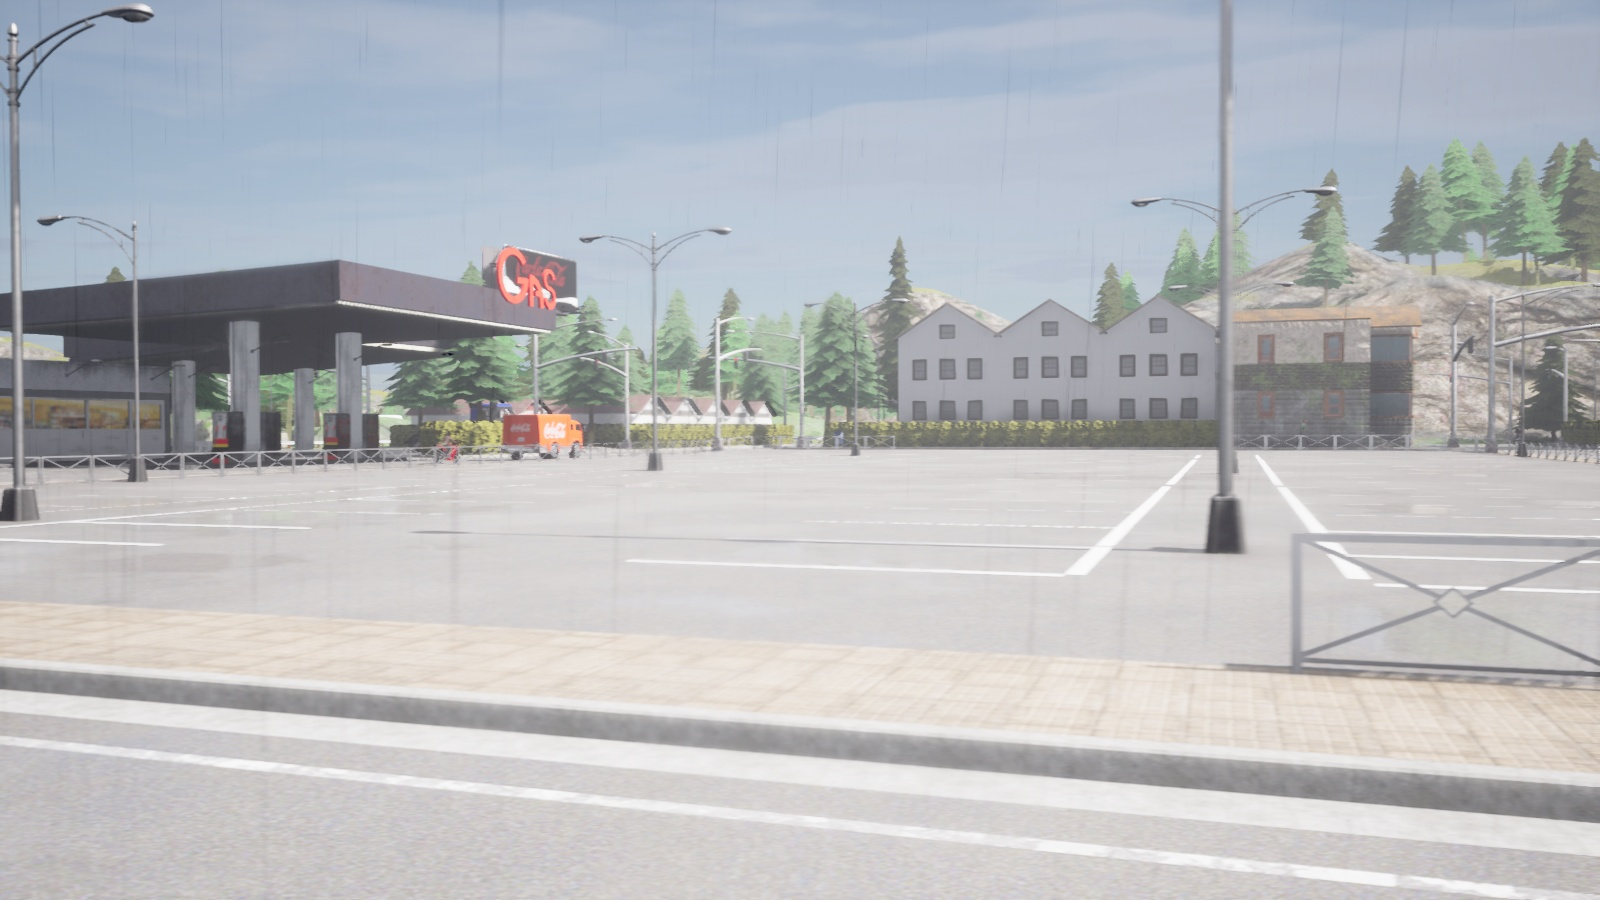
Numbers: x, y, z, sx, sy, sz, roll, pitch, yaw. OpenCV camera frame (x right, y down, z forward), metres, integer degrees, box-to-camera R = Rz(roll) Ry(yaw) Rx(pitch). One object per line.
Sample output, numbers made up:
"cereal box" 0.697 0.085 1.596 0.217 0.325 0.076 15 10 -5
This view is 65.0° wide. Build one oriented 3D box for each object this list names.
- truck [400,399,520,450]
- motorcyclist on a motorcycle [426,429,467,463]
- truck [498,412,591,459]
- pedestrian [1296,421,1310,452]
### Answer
"truck" -24.305 -1.812 89.857 7.936 3.462 2.891 0 2 19
"motorcyclist on a motorcycle" -16.716 -0.204 59.399 0.797 1.523 2.044 1 2 19
"truck" -13.739 -0.798 67.794 2.627 2.467 5.204 1 1 19
"pedestrian" 30.986 -0.830 77.336 0.788 1.949 0.423 1 1 20
